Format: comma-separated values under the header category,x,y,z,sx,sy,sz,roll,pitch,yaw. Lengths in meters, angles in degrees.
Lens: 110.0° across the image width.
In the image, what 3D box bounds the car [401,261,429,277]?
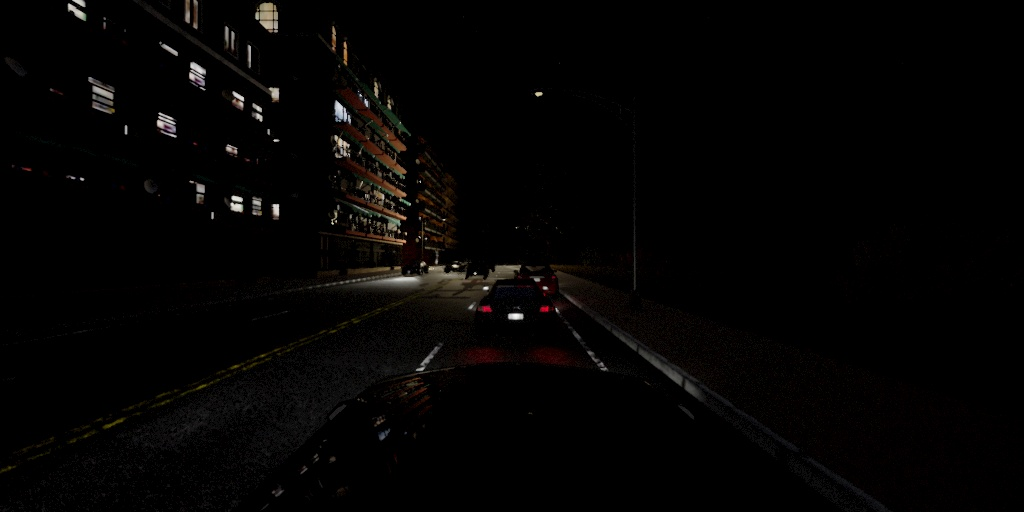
category,x,y,z,sx,sy,sz,roll,pitch,yaw
car,-9.820,1.276,36.614,2.128,1.511,4.902,0,0,0

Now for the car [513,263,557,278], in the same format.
category,x,y,z,sx,sy,sz,roll,pitch,yaw
car,1.152,1.119,18.598,2.097,1.767,4.553,0,0,0

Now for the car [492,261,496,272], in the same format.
category,x,y,z,sx,sy,sz,roll,pitch,yaw
car,-3.110,1.297,45.800,1.837,1.490,4.892,0,0,0

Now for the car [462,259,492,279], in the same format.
category,x,y,z,sx,sy,sz,roll,pitch,yaw
car,-3.122,1.282,33.042,1.837,1.490,4.892,0,-1,0

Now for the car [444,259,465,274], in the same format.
category,x,y,z,sx,sy,sz,roll,pitch,yaw
car,-6.566,1.336,41.596,2.033,1.411,5.357,0,0,0

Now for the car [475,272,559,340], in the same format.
category,x,y,z,sx,sy,sz,roll,pitch,yaw
car,0.101,1.323,10.019,1.994,1.385,4.181,0,0,0
